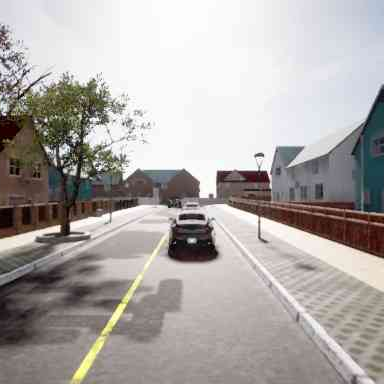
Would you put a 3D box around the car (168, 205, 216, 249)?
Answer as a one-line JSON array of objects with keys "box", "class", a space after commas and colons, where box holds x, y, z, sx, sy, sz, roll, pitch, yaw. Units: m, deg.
[{"box": [0.000, 1.541, 14.657, 1.837, 1.490, 4.892, 0, 0, 0], "class": "car"}]

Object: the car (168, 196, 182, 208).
[{"box": [-2.751, 1.621, 54.643, 2.150, 2.045, 5.566, 0, 0, 0], "class": "car"}]

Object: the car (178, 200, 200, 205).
[{"box": [0.000, 1.628, 29.663, 1.812, 1.442, 4.674, 0, 0, 0], "class": "car"}]
